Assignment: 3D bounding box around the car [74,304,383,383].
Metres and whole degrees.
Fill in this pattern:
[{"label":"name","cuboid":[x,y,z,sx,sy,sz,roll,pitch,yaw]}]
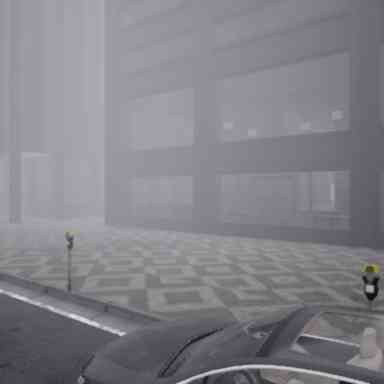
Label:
[{"label":"car","cuboid":[0.956,1.551,2.279,4.403,1.369,2.008,0,0,36]}]
